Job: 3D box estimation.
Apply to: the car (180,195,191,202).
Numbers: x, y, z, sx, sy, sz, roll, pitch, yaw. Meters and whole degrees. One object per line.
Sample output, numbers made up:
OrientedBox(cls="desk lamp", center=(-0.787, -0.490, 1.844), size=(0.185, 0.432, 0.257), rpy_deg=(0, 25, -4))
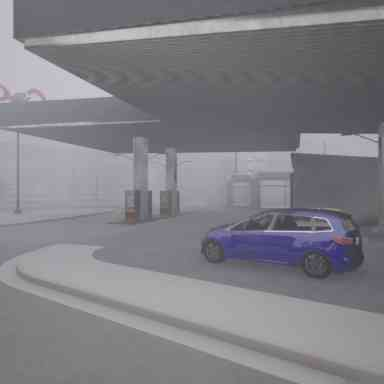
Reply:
OrientedBox(cls="car", center=(-3.712, 1.540, 72.088), size=(5.357, 1.411, 2.033), rpy_deg=(0, 0, -19))

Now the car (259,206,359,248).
OrientedBox(cls="car", center=(5.189, 1.456, 14.871), size=(3.806, 1.475, 1.970), rpy_deg=(0, 0, 36))

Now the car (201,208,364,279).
OrientedBox(cls="car", center=(2.449, 1.295, 9.764), size=(4.611, 1.667, 2.242), rpy_deg=(0, 0, 36))

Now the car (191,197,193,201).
OrientedBox(cls="car", center=(-2.218, 1.500, 76.176), size=(4.892, 1.490, 1.837), rpy_deg=(0, 0, -16))
